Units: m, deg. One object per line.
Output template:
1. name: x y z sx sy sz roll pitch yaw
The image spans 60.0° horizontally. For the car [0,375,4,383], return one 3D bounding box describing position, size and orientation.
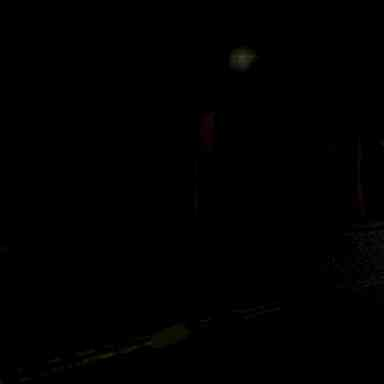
1. car: -3.080 1.333 1.112 4.553 1.767 2.097 0 0 -37
